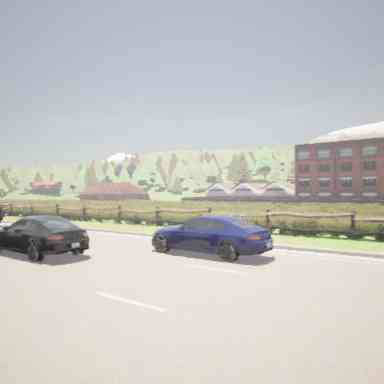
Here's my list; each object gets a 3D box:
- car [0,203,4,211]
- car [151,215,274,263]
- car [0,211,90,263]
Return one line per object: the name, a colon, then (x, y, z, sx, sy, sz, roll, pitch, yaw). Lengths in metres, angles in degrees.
car: (-15.586, 1.413, 23.698, 5.566, 2.045, 2.150, 0, 0, 35)
car: (0.628, 1.571, 12.141, 4.674, 1.442, 1.812, 0, 0, 36)
car: (-5.731, 1.610, 12.376, 4.674, 1.442, 1.812, 0, 0, 35)
